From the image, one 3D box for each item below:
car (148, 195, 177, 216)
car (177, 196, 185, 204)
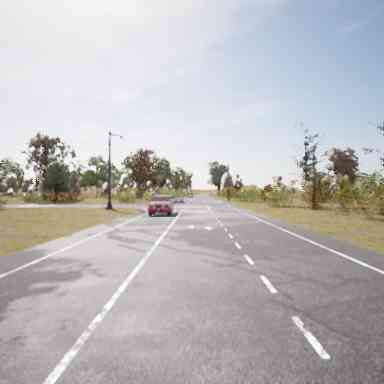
[{"bbox_3d":[-3.056,1.290,33.315,2.150,2.045,5.566,0,0,1],"label":"car"},{"bbox_3d":[-2.513,1.610,66.599,2.128,1.511,4.902,0,0,1],"label":"car"}]
